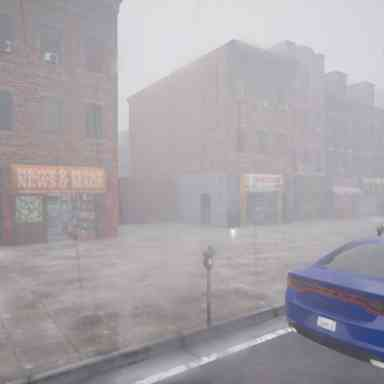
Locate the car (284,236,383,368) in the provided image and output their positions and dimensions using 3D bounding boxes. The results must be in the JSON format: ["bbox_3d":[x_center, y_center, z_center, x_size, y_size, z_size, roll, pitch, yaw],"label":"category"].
[{"bbox_3d":[3.686,1.476,5.539,5.008,1.535,1.882,0,0,-35],"label":"car"}]
